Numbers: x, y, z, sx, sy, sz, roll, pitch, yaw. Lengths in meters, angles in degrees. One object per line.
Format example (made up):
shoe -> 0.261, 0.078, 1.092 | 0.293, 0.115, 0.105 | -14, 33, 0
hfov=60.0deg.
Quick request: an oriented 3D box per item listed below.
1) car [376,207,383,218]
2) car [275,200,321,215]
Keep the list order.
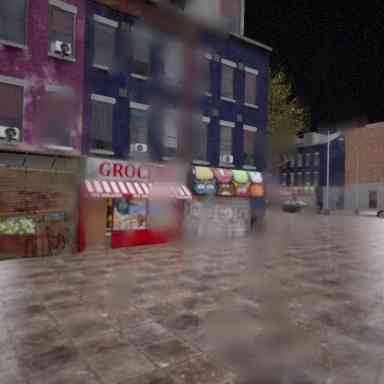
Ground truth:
car -> 17.033, 1.587, 26.366 | 1.994, 1.385, 4.181 | 2, -2, -35
car -> 11.072, 1.578, 34.877 | 1.882, 1.535, 5.008 | 2, -2, -35
